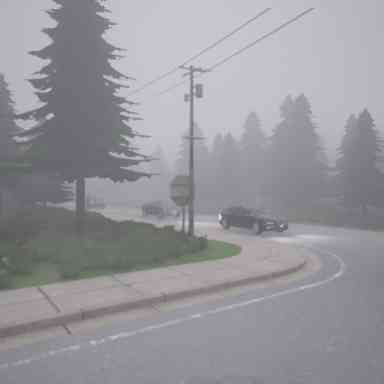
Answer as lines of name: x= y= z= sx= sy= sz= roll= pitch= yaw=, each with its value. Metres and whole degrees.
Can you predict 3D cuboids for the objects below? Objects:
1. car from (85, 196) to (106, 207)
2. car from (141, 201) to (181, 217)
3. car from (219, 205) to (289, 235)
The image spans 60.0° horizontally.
car: x=-13.112 y=1.391 z=44.381 sx=2.097 sy=1.767 sz=4.553 roll=0 pitch=0 yaw=-34
car: x=-2.771 y=1.520 z=29.146 sx=2.128 sy=1.511 sz=4.902 roll=0 pitch=0 yaw=-34
car: x=3.460 y=1.531 z=19.448 sx=1.837 sy=1.490 sz=4.892 roll=0 pitch=0 yaw=-30
